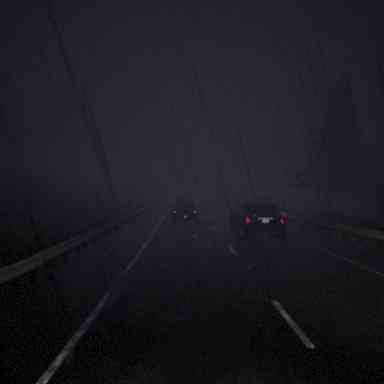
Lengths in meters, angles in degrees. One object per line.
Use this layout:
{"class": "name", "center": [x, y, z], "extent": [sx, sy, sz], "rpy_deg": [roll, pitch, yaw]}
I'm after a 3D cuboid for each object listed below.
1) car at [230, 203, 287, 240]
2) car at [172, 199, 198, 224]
{"class": "car", "center": [3.245, 1.343, 17.103], "extent": [2.097, 1.767, 4.553], "rpy_deg": [0, 0, -2]}
{"class": "car", "center": [-0.520, 1.516, 24.880], "extent": [1.812, 1.442, 4.674], "rpy_deg": [0, 0, -2]}
